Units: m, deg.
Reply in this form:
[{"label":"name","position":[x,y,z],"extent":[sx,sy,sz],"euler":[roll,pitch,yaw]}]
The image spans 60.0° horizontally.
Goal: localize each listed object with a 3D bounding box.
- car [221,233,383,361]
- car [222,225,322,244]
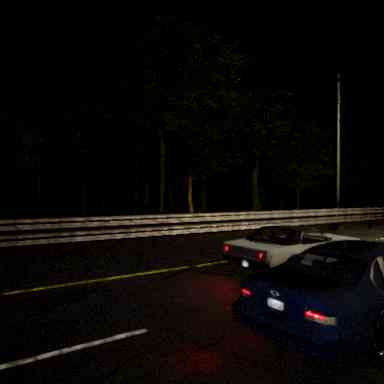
[{"label":"car","position":[3.187,1.613,6.013],"extent":[5.357,1.411,2.033],"euler":[1,0,-35]},{"label":"car","position":[3.258,1.695,10.358],"extent":[4.718,1.301,1.895],"euler":[1,0,-35]}]
